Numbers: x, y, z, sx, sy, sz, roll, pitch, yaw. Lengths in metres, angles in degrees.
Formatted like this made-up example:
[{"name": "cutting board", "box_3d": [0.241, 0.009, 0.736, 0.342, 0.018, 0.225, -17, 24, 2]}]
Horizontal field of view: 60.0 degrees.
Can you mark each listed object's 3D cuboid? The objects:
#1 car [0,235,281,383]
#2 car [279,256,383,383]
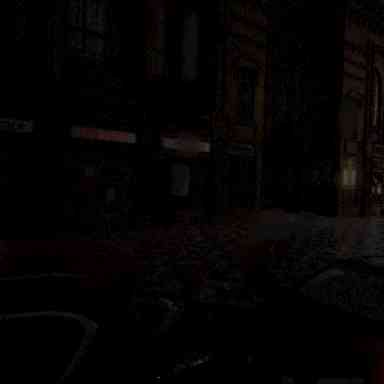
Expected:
[{"name": "car", "box_3d": [-2.318, 1.212, 1.047, 5.009, 1.841, 2.192, 1, 2, -34]}, {"name": "car", "box_3d": [2.311, 1.548, 4.194, 4.206, 1.307, 1.802, 1, 2, -34]}]
